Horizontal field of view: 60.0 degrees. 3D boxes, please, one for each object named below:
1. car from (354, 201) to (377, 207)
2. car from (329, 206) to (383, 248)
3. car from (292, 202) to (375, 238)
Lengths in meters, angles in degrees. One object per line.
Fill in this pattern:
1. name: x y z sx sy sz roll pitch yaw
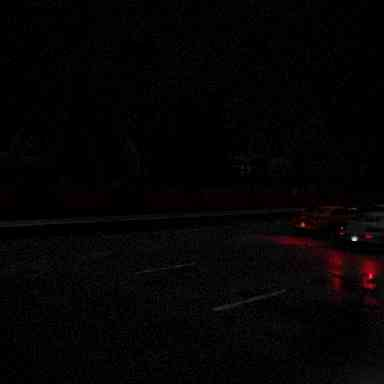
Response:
1. car: 13.698 1.491 26.672 4.902 1.511 2.128 0 0 -36
2. car: 7.981 1.525 13.863 4.674 1.442 1.812 0 0 -36
3. car: 7.446 1.478 17.800 5.008 1.535 1.882 0 0 -36
